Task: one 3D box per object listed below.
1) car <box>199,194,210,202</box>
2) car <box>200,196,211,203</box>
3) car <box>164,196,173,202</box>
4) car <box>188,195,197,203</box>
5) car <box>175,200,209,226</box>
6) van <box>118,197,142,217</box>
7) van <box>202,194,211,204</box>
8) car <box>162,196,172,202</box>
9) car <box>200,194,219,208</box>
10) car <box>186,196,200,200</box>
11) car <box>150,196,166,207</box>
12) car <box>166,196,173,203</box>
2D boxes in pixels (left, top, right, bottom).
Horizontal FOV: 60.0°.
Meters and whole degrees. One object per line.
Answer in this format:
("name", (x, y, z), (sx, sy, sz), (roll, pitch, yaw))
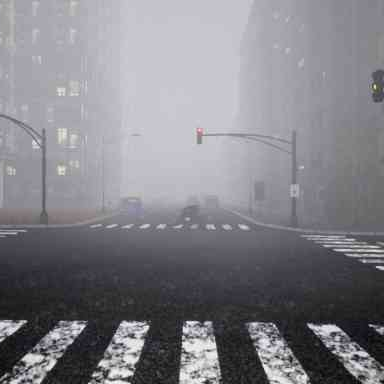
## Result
("car", (2.756, 1.349, 75.005), (2.192, 1.841, 5.009), (0, 0, 0))
("car", (2.752, 1.580, 69.454), (2.008, 1.369, 4.403), (0, 0, 0))
("car", (-5.619, 1.590, 80.563), (2.008, 1.369, 4.403), (0, 0, 0))
("car", (0.151, 1.508, 70.372), (1.882, 1.535, 5.008), (0, 0, 0))
("car", (-0.038, 1.528, 23.174), (1.812, 1.442, 4.674), (1, 0, 6))
("van", (-5.663, 1.347, 30.604), (1.690, 1.788, 3.998), (0, 0, 0))
("van", (2.747, 1.366, 63.904), (1.690, 1.788, 3.998), (0, 0, 0))
("car", (-5.624, 1.559, 74.841), (1.752, 1.417, 4.829), (0, 0, 0))
("car", (2.732, 1.329, 47.251), (2.192, 1.841, 5.009), (0, 0, 0))
("car", (0.156, 1.374, 53.748), (2.097, 1.767, 4.553), (0, 0, -1))
("car", (-5.643, 1.543, 52.638), (1.752, 1.417, 4.829), (0, 0, 0))
("car", (-5.629, 1.469, 69.461), (1.967, 1.590, 4.097), (0, 0, 0))
